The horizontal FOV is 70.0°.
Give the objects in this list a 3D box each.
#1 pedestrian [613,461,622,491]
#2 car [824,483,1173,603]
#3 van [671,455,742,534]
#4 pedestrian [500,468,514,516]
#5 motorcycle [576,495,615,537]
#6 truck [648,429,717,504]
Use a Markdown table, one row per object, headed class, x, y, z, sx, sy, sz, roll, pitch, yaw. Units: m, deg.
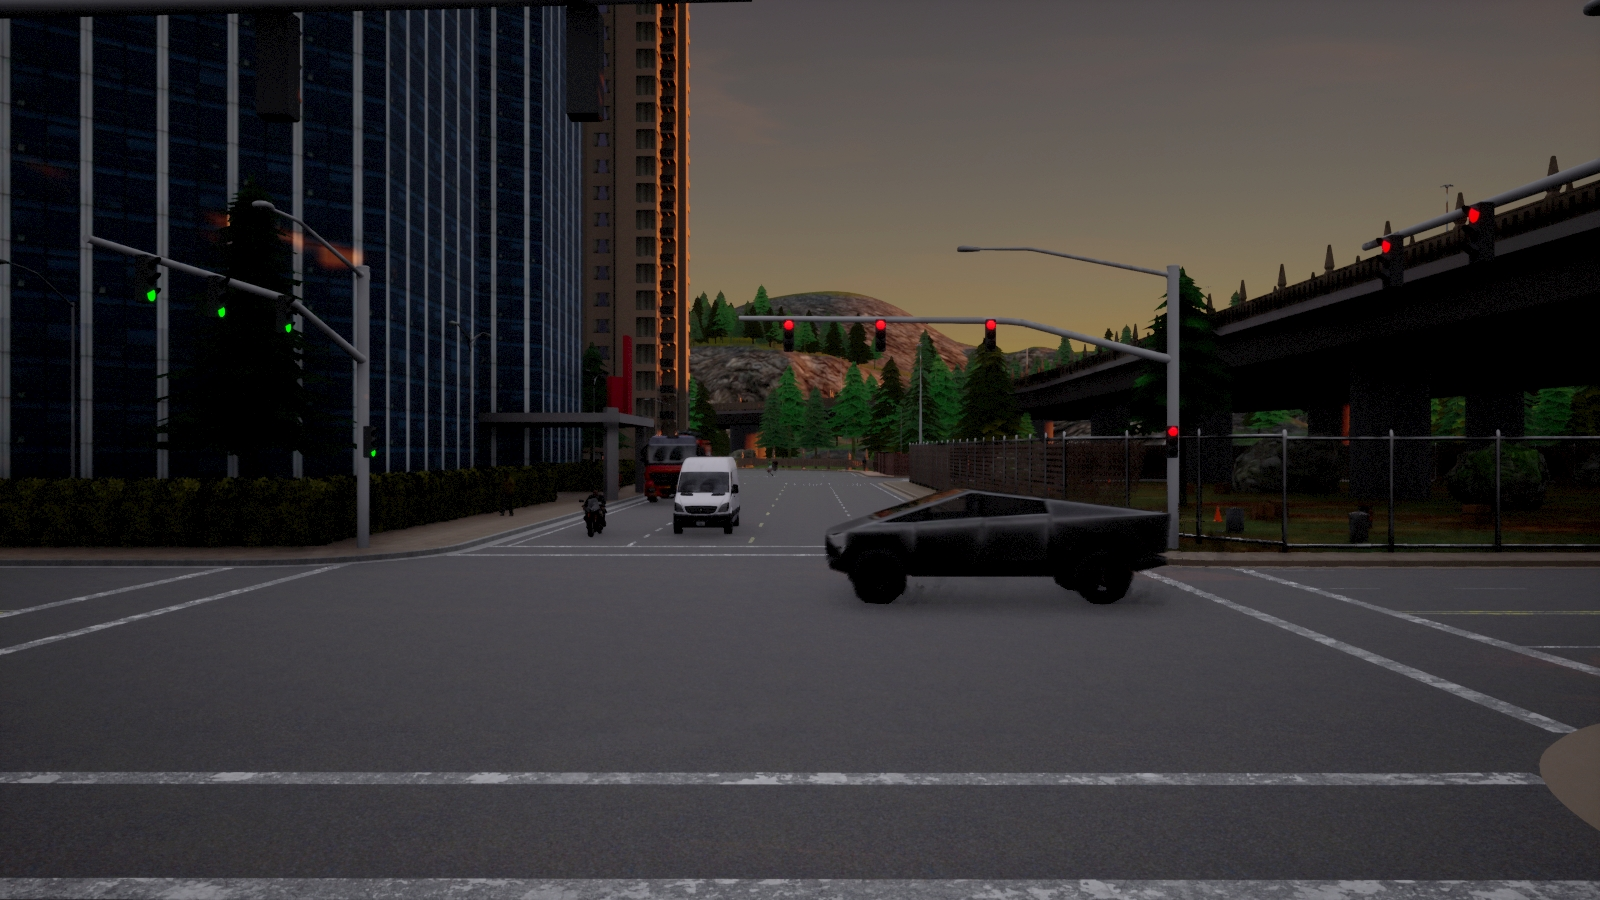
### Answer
| class | x | y | z | sx | sy | sz | roll | pitch | yaw |
| --- | --- | --- | --- | --- | --- | --- | --- | --- | --- |
| pedestrian | -11.507 | 1.641 | 72.091 | 0.375 | 1.860 | 0.375 | 0 | 0 | 27 |
| car | 3.612 | 1.721 | 21.854 | 6.274 | 2.098 | 2.390 | 0 | 0 | 0 |
| van | -3.226 | 1.479 | 40.346 | 1.988 | 2.561 | 5.915 | 0 | 0 | 0 |
| pedestrian | -11.418 | 1.642 | 44.567 | 0.375 | 1.860 | 0.375 | 0 | 0 | 16 |
| motorcycle | -6.735 | 2.150 | 37.693 | 0.867 | 1.251 | 2.209 | 0 | 0 | 0 |
| truck | -6.319 | 0.835 | 62.639 | 2.891 | 3.827 | 8.468 | 0 | 0 | 0 |
